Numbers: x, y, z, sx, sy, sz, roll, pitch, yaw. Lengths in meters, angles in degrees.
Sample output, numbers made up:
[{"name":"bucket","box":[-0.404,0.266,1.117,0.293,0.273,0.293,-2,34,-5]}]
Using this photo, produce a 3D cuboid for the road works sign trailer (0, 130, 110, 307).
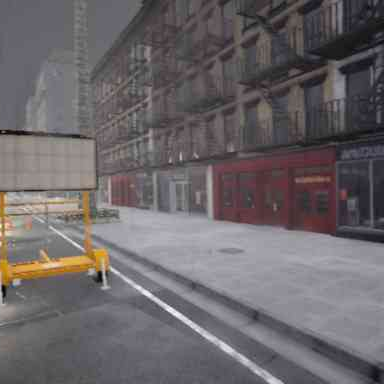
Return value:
[{"name":"road works sign trailer","box":[-3.515,0.378,8.034,2.380,3.560,2.880,-2,1,-30]}]
